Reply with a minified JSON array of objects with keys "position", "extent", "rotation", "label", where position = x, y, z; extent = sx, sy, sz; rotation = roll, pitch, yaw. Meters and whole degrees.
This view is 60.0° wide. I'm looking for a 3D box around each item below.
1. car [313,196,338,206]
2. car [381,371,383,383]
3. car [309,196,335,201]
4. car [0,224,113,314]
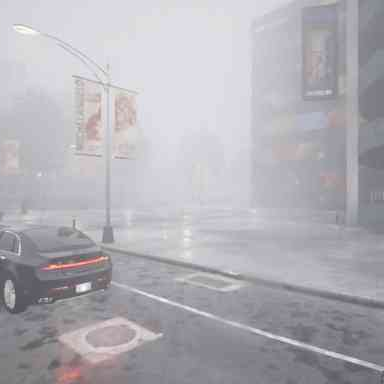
[{"position":[21.754,1.413,53.937],"extent":[2.161,1.482,4.786],"rotation":[0,0,43],"label":"car"},{"position":[3.835,1.548,1.389],"extent":[5.357,1.411,2.033],"rotation":[0,0,32],"label":"car"},{"position":[16.349,1.320,42.252],"extent":[2.002,1.452,4.674],"rotation":[0,0,43],"label":"car"},{"position":[-3.776,1.505,7.753],"extent":[4.892,1.490,1.837],"rotation":[0,0,43],"label":"car"}]
